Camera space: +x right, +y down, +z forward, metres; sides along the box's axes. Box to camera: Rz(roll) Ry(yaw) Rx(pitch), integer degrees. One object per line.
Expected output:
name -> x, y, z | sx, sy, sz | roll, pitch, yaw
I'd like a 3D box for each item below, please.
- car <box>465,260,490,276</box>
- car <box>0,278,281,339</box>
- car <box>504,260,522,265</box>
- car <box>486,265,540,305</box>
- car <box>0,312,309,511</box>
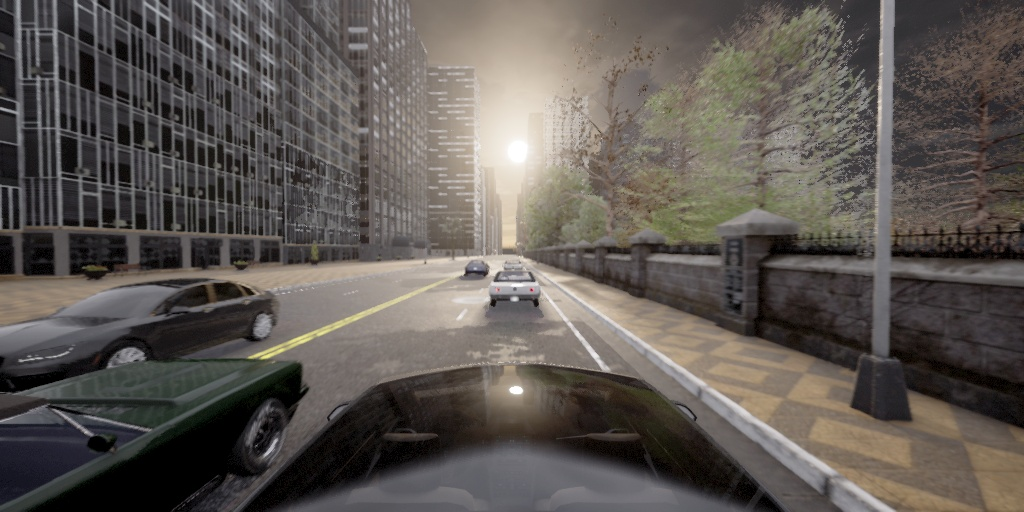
car -> -3.150, 1.040, 32.864 | 1.994, 1.385, 4.181 | 0, 1, 0
car -> -6.567, 1.212, 6.763 | 1.837, 1.490, 4.892 | 0, 0, 0
car -> 0.101, 1.047, 36.304 | 1.895, 1.301, 4.718 | 0, 1, 0
car -> 0.101, 1.233, 15.149 | 1.895, 1.301, 4.718 | 0, 1, 0
car -> -3.148, 1.350, 1.775 | 1.895, 1.301, 4.718 | 0, 1, 0
